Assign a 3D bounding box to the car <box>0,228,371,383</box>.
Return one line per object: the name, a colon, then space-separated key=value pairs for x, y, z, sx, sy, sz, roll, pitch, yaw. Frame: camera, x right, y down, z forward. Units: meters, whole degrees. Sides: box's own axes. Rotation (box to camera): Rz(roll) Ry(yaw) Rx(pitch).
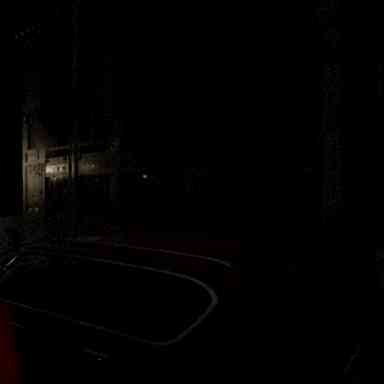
car: x=-0.869 y=1.340 z=3.585 sx=5.009 sy=1.841 sz=2.192 roll=-1 pitch=0 yaw=36
